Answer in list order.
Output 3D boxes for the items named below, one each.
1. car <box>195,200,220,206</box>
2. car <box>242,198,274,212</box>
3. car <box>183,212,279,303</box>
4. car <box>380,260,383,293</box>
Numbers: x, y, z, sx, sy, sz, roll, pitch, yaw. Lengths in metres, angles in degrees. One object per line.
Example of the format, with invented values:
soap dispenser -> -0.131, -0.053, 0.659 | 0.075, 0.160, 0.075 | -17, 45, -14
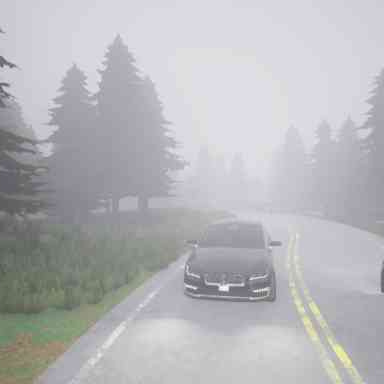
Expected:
car -> 1.995, 1.778, 44.873 | 1.812, 1.442, 4.674 | 3, -5, -35
car -> 6.703, 1.377, 34.226 | 1.837, 1.490, 4.892 | 1, 0, -13
car -> 1.106, 1.492, 8.426 | 1.837, 1.490, 4.892 | -1, 0, 13
car -> 4.501, 1.305, 4.651 | 2.097, 1.767, 4.553 | -1, 0, 9
